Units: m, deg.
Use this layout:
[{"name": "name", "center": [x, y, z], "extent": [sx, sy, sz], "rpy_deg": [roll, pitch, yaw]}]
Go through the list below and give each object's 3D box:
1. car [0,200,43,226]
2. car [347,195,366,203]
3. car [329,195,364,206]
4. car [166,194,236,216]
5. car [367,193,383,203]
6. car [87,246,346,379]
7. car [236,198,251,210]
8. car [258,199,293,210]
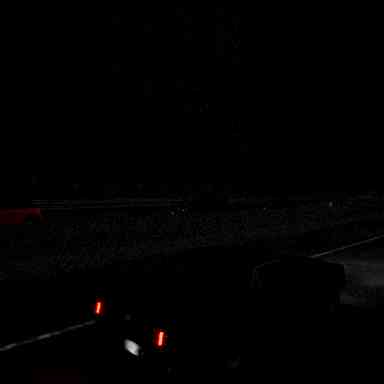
[{"name": "car", "center": [-11.004, 1.236, 18.782], "extent": [4.553, 1.767, 2.097], "rpy_deg": [0, 0, -45]}, {"name": "car", "center": [33.835, 1.400, 68.350], "extent": [4.902, 1.511, 2.128], "rpy_deg": [0, 0, -45]}, {"name": "car", "center": [16.873, 1.351, 36.717], "extent": [4.553, 1.767, 2.097], "rpy_deg": [0, 0, -45]}, {"name": "car", "center": [0.583, 1.173, 25.402], "extent": [5.566, 2.045, 2.150], "rpy_deg": [0, 0, -45]}, {"name": "car", "center": [30.709, 1.421, 55.410], "extent": [4.902, 1.511, 2.128], "rpy_deg": [0, 1, -44]}, {"name": "car", "center": [0.842, 1.599, 5.600], "extent": [4.718, 1.301, 1.895], "rpy_deg": [0, 0, -45]}, {"name": "car", "center": [5.276, 1.454, 39.993], "extent": [4.674, 1.442, 1.812], "rpy_deg": [0, 0, -45]}, {"name": "car", "center": [10.100, 1.501, 39.851], "extent": [5.357, 1.411, 2.033], "rpy_deg": [0, 0, -45]}]
